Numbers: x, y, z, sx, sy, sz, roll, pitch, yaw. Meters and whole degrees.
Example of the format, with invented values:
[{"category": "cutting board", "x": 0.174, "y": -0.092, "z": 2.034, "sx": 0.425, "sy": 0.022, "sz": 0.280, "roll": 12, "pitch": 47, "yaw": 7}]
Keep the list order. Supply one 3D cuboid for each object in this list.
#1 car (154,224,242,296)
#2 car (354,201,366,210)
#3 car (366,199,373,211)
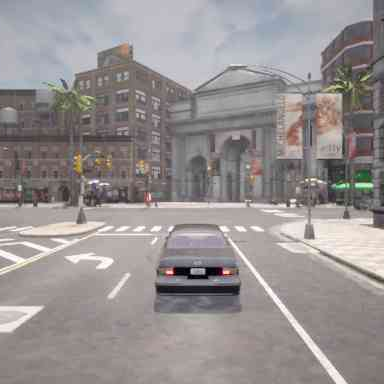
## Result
[{"category": "car", "x": 0.114, "y": 1.547, "z": 8.800, "sx": 2.033, "sy": 1.411, "sz": 5.357, "roll": 0, "pitch": 0, "yaw": 0}, {"category": "car", "x": 22.293, "y": 1.564, "z": 41.017, "sx": 4.181, "sy": 1.385, "sz": 1.994, "roll": 0, "pitch": 0, "yaw": 0}, {"category": "car", "x": 22.719, "y": 1.526, "z": 37.518, "sx": 4.674, "sy": 1.442, "sz": 1.812, "roll": 0, "pitch": 0, "yaw": 1}]
